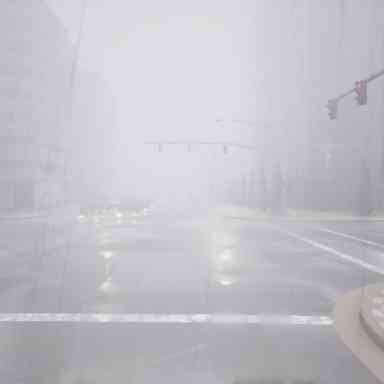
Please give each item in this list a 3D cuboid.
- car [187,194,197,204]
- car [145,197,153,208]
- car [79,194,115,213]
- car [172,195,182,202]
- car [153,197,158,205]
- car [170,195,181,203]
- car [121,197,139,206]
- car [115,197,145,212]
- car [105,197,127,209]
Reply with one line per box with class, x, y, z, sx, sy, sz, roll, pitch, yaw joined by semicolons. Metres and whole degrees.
car;0.049;1.547;66.074;2.033;1.411;5.357;0;0;0
car;-7.060;1.526;47.033;1.812;1.442;4.674;0;0;-1
car;-10.572;1.221;36.703;2.150;2.045;5.566;0;0;0
car;-3.443;1.494;75.974;2.128;1.511;4.902;0;0;0
car;-7.041;1.564;56.913;1.994;1.385;4.181;0;0;0
car;-3.450;1.505;66.646;1.837;1.490;4.892;0;0;0
car;-10.541;1.547;56.738;2.033;1.411;5.357;0;0;0
car;-7.072;1.352;38.049;2.097;1.767;4.553;0;0;0
car;-10.563;1.477;46.405;1.882;1.535;5.008;0;0;0
